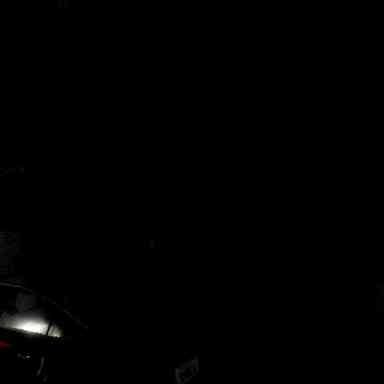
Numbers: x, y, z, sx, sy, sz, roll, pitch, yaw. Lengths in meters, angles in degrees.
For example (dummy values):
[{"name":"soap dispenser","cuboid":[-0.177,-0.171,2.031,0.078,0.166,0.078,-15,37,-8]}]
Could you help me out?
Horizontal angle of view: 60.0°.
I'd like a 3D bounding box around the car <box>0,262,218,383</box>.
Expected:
[{"name":"car","cuboid":[-1.727,1.566,4.052,4.313,1.339,1.947,0,0,36]}]
